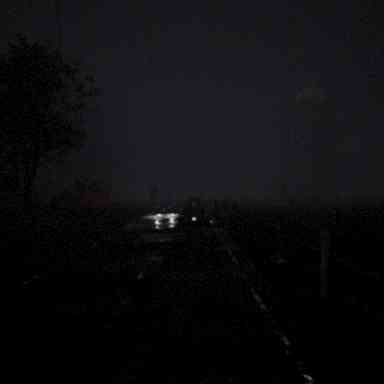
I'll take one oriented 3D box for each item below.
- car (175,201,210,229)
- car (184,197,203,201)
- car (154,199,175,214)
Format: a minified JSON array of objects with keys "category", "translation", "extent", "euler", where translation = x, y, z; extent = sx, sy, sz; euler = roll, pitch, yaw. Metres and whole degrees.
[{"category":"car","translation":[0.127,1.541,21.519],"extent":[1.994,1.385,4.181],"euler":[0,0,0]},{"category":"car","translation":[0.151,1.318,37.161],"extent":[2.097,1.767,4.553],"euler":[0,0,0]},{"category":"car","translation":[-2.777,1.492,35.279],"extent":[1.812,1.442,4.674],"euler":[0,0,0]}]
